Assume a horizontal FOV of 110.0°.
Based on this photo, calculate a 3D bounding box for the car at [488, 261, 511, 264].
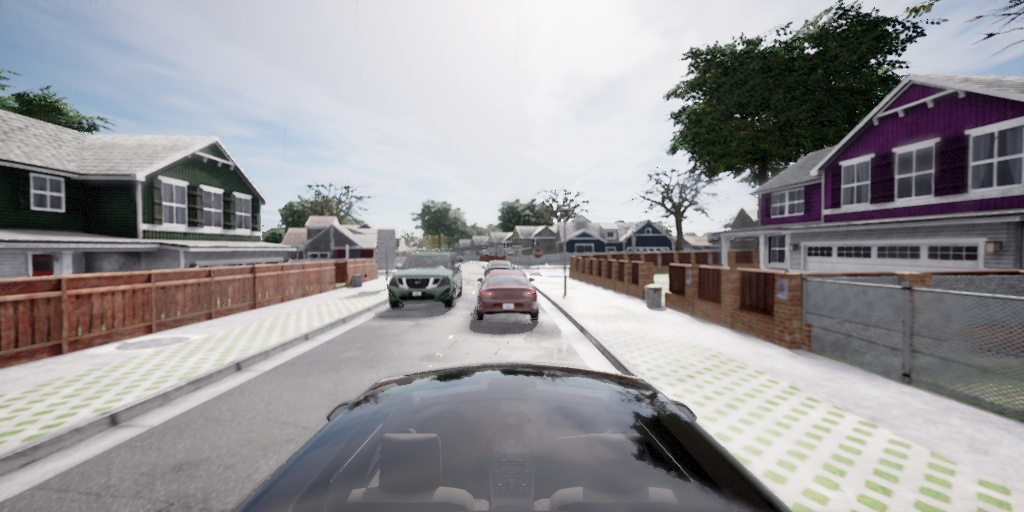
[{"bbox_3d":[-0.808,1.029,22.238,1.837,1.490,4.892,0,1,-4],"label":"car"}]

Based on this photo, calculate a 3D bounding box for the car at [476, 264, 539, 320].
[{"bbox_3d":[-0.188,1.160,11.945,1.812,1.442,4.674,0,1,-2],"label":"car"}]

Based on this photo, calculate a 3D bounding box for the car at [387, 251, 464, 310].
[{"bbox_3d":[-3.204,0.831,14.351,2.150,2.045,5.566,0,1,-3],"label":"car"}]
